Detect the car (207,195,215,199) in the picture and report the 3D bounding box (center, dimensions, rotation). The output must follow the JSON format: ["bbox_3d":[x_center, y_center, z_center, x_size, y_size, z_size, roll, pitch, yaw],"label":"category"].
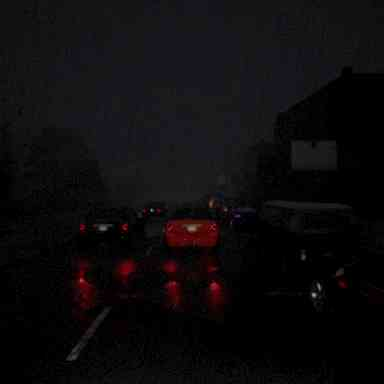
[{"bbox_3d":[3.225,1.479,37.683,2.231,1.521,4.892,0,0,0],"label":"car"}]

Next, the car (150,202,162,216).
[{"bbox_3d":[-3.251,1.561,29.325,2.033,1.411,5.357,0,0,0],"label":"car"}]

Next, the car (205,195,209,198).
[{"bbox_3d":[3.224,1.478,43.209,2.097,1.535,5.008,0,0,0],"label":"car"}]

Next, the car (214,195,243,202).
[{"bbox_3d":[3.224,1.351,26.607,2.185,1.767,4.553,0,0,0],"label":"car"}]

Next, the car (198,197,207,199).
[{"bbox_3d":[-0.001,1.493,29.323,2.128,1.511,4.902,0,0,0],"label":"car"}]

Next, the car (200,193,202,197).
[{"bbox_3d":[3.224,1.353,65.284,2.185,1.767,4.553,0,0,0],"label":"car"}]

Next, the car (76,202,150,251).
[{"bbox_3d":[-3.250,1.364,14.267,2.097,1.767,4.553,0,0,0],"label":"car"}]

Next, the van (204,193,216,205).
[{"bbox_3d":[3.224,1.253,59.906,1.878,1.987,4.442,0,0,0],"label":"van"}]

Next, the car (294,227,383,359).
[{"bbox_3d":[3.226,1.505,4.443,2.163,1.488,4.792,0,0,0],"label":"car"}]

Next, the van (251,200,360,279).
[{"bbox_3d":[3.224,1.250,10.054,1.878,1.987,4.442,0,0,0],"label":"van"}]

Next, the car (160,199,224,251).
[{"bbox_3d":[0.000,1.364,14.267,2.097,1.767,4.553,0,0,0],"label":"car"}]

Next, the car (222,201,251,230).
[{"bbox_3d":[3.225,1.517,20.985,2.002,1.452,4.674,0,0,0],"label":"car"}]

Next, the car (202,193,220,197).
[{"bbox_3d":[3.224,1.227,48.642,2.435,2.045,5.566,0,0,0],"label":"car"}]
